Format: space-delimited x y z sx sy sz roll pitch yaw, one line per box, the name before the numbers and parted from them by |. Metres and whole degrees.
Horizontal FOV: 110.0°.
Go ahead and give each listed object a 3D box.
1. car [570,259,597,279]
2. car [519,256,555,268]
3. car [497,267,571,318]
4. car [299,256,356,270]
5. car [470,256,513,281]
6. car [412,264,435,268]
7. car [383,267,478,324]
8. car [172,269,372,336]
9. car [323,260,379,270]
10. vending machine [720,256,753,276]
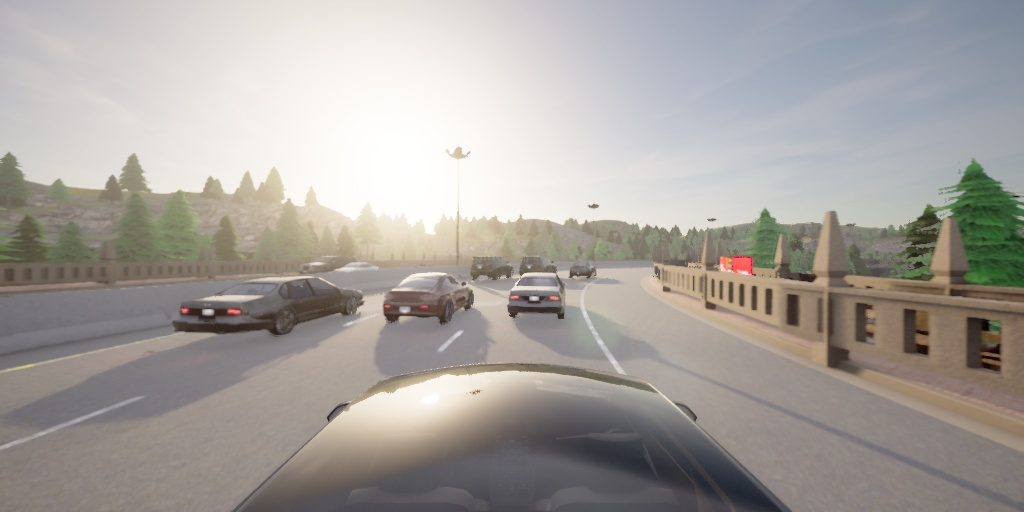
car | 6.609 1.288 33.133 2.128 1.511 4.902 0 0 22
car | 2.339 1.012 31.923 2.150 2.045 5.566 0 0 20
car | 1.034 1.310 13.117 2.033 1.411 5.357 0 0 9
car | -16.233 0.981 32.183 2.150 2.045 5.566 0 0 18
car | -1.696 1.005 31.047 2.150 2.045 5.566 0 0 19
car | -8.442 1.380 33.509 1.895 1.301 4.718 0 0 19
car | -2.606 1.274 11.914 1.812 1.442 4.674 0 0 7
car | -6.362 1.279 10.318 2.033 1.411 5.357 0 0 6
car | -13.128 1.285 30.257 1.812 1.442 4.674 0 0 17
vending machine | 9.073 0.984 14.497 1.100 2.100 0.880 0 0 10
